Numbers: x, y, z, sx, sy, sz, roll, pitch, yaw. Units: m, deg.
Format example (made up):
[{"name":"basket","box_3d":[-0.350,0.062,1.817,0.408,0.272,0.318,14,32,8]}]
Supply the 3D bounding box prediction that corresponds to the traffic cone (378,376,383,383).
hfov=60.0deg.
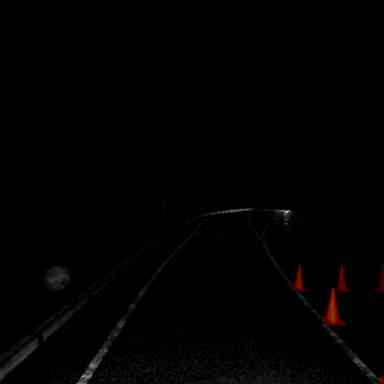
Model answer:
[{"name":"traffic cone","box_3d":[2.464,2.005,3.933,0.340,0.580,0.340,1,0,1]}]

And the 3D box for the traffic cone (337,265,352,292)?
[{"name":"traffic cone","box_3d":[3.561,2.029,7.908,0.340,0.580,0.340,1,0,1]}]

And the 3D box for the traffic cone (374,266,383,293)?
[{"name":"traffic cone","box_3d":[4.560,2.046,7.883,0.340,0.580,0.340,1,0,1]}]

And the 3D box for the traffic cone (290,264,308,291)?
[{"name":"traffic cone","box_3d":[2.561,2.012,7.932,0.340,0.580,0.340,1,0,1]}]

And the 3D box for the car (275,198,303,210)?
[{"name":"car","box_3d":[13.175,1.614,44.957,4.892,1.490,1.837,0,0,-42]}]

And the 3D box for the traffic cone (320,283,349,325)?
[{"name":"traffic cone","box_3d":[2.512,2.008,5.933,0.340,0.580,0.340,1,0,1]}]
